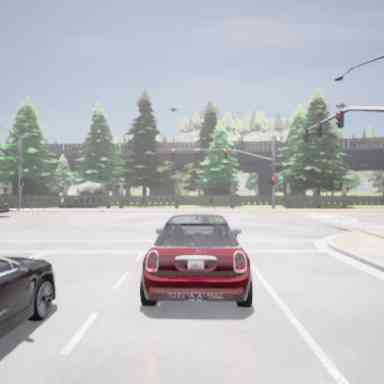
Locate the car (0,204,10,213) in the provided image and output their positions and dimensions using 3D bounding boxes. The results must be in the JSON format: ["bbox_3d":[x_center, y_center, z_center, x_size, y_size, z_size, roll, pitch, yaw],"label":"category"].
[{"bbox_3d":[-17.645,1.291,26.757,5.357,1.411,2.033,0,0,3],"label":"car"}]

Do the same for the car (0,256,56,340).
[{"bbox_3d":[-3.434,1.459,4.256,2.128,1.511,4.902,0,0,0],"label":"car"}]

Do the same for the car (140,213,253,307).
[{"bbox_3d":[0.146,1.291,8.006,2.097,1.767,4.553,0,0,2],"label":"car"}]
